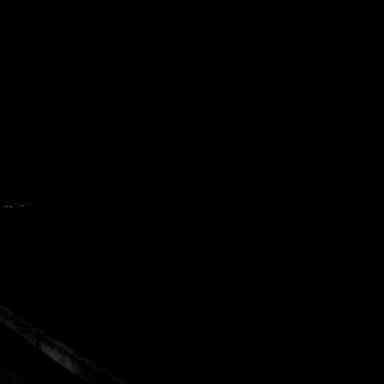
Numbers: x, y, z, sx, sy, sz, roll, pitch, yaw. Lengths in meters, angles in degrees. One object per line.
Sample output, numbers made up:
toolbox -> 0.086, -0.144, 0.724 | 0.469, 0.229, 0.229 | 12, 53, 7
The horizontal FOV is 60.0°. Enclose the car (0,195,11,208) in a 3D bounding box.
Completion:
car -> -21.661, 1.094, 35.450 | 2.128, 1.511, 4.902 | -1, 1, -10

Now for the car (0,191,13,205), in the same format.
car -> -26.311, 0.782, 44.681 | 2.097, 1.767, 4.553 | 0, 1, -2
